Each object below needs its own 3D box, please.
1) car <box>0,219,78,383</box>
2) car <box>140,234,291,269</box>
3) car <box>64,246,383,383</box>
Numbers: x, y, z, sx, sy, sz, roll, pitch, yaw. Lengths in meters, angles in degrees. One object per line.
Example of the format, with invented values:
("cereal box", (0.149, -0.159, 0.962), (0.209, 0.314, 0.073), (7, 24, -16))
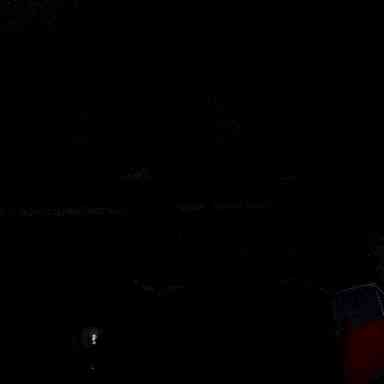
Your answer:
("car", (-3.864, 1.309, 3.801), (5.009, 1.841, 2.192), (0, 0, -35))
("car", (0.762, 1.607, 7.097), (4.206, 1.307, 1.802), (0, 0, -35))
("car", (1.161, 1.618, 4.084), (4.718, 1.301, 1.895), (0, 0, -35))
